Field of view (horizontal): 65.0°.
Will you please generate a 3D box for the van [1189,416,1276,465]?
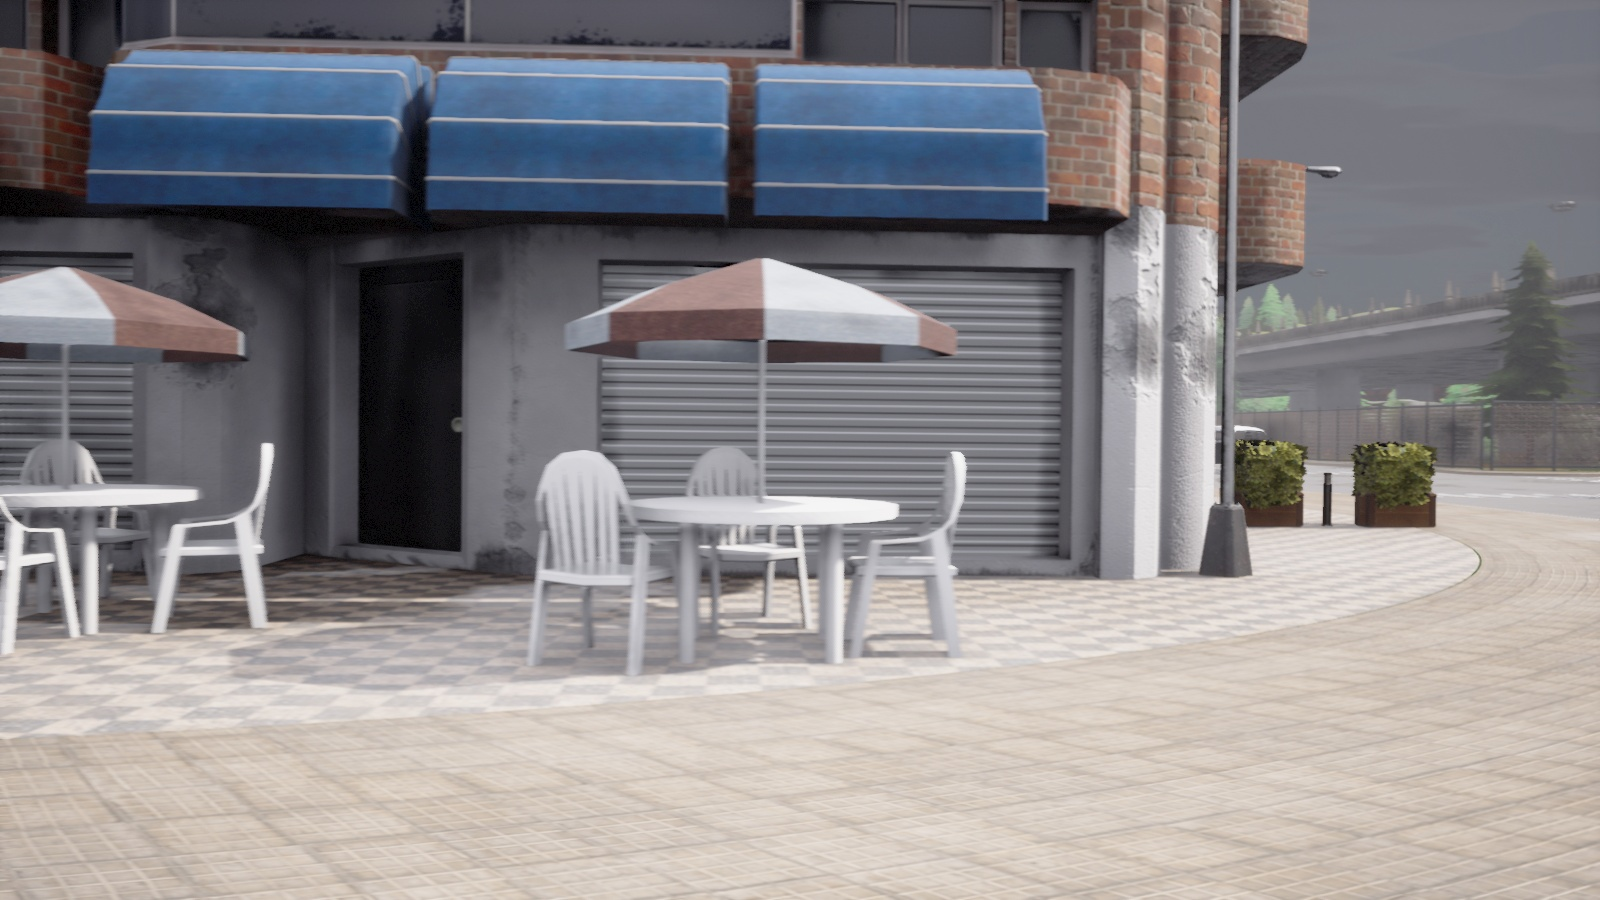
[{"bbox_3d":[18.768,-0.458,54.706,2.069,2.038,4.480,-1,2,-3],"label":"van"}]
